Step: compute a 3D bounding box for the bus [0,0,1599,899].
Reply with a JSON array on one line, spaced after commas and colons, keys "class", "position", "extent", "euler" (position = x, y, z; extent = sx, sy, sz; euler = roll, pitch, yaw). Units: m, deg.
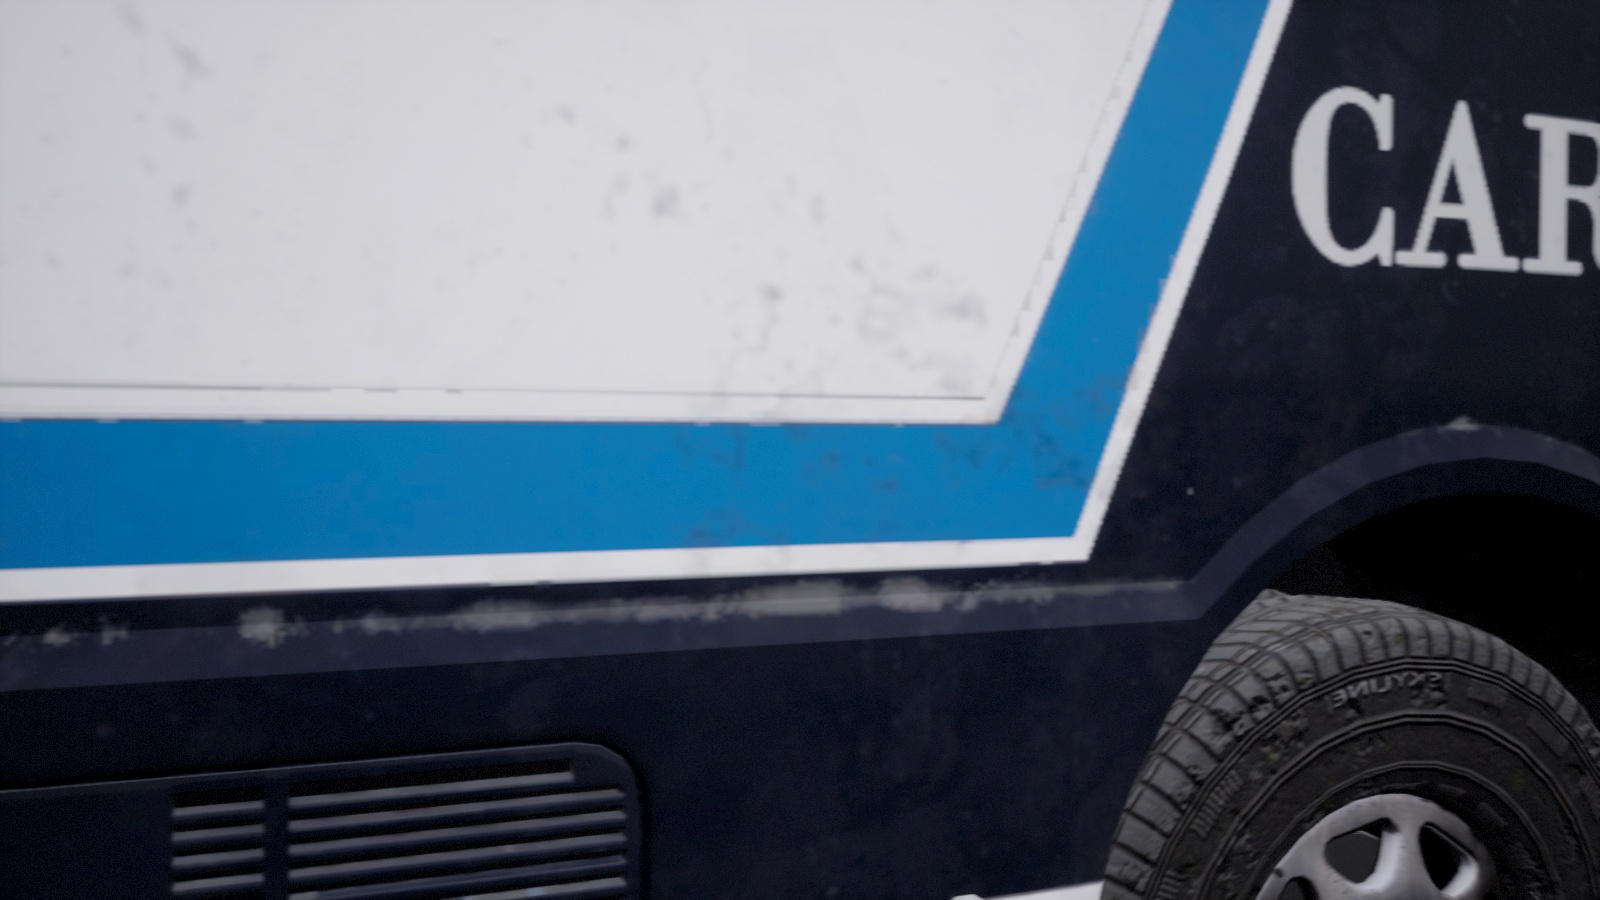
[{"class": "bus", "position": [-2.031, -0.597, 2.451], "extent": [10.273, 4.253, 3.944], "euler": [-1, 1, -21]}]
